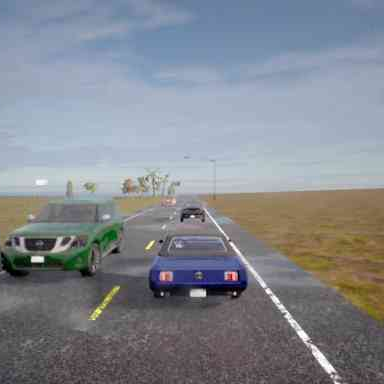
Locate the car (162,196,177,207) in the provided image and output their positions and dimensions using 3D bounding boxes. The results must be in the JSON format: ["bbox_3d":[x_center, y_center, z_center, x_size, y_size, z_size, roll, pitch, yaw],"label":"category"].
[{"bbox_3d":[-3.591,1.369,53.147,2.097,1.767,4.553,0,0,0],"label":"car"}]

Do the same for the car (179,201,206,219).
[{"bbox_3d":[0.052,1.510,26.365,1.837,1.490,4.892,0,0,0],"label":"car"}]

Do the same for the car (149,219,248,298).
[{"bbox_3d":[0.088,1.603,8.450,1.895,1.301,4.718,0,0,-1],"label":"car"}]

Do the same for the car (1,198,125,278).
[{"bbox_3d":[-3.620,1.224,10.547,2.150,2.045,5.566,0,0,0],"label":"car"}]
